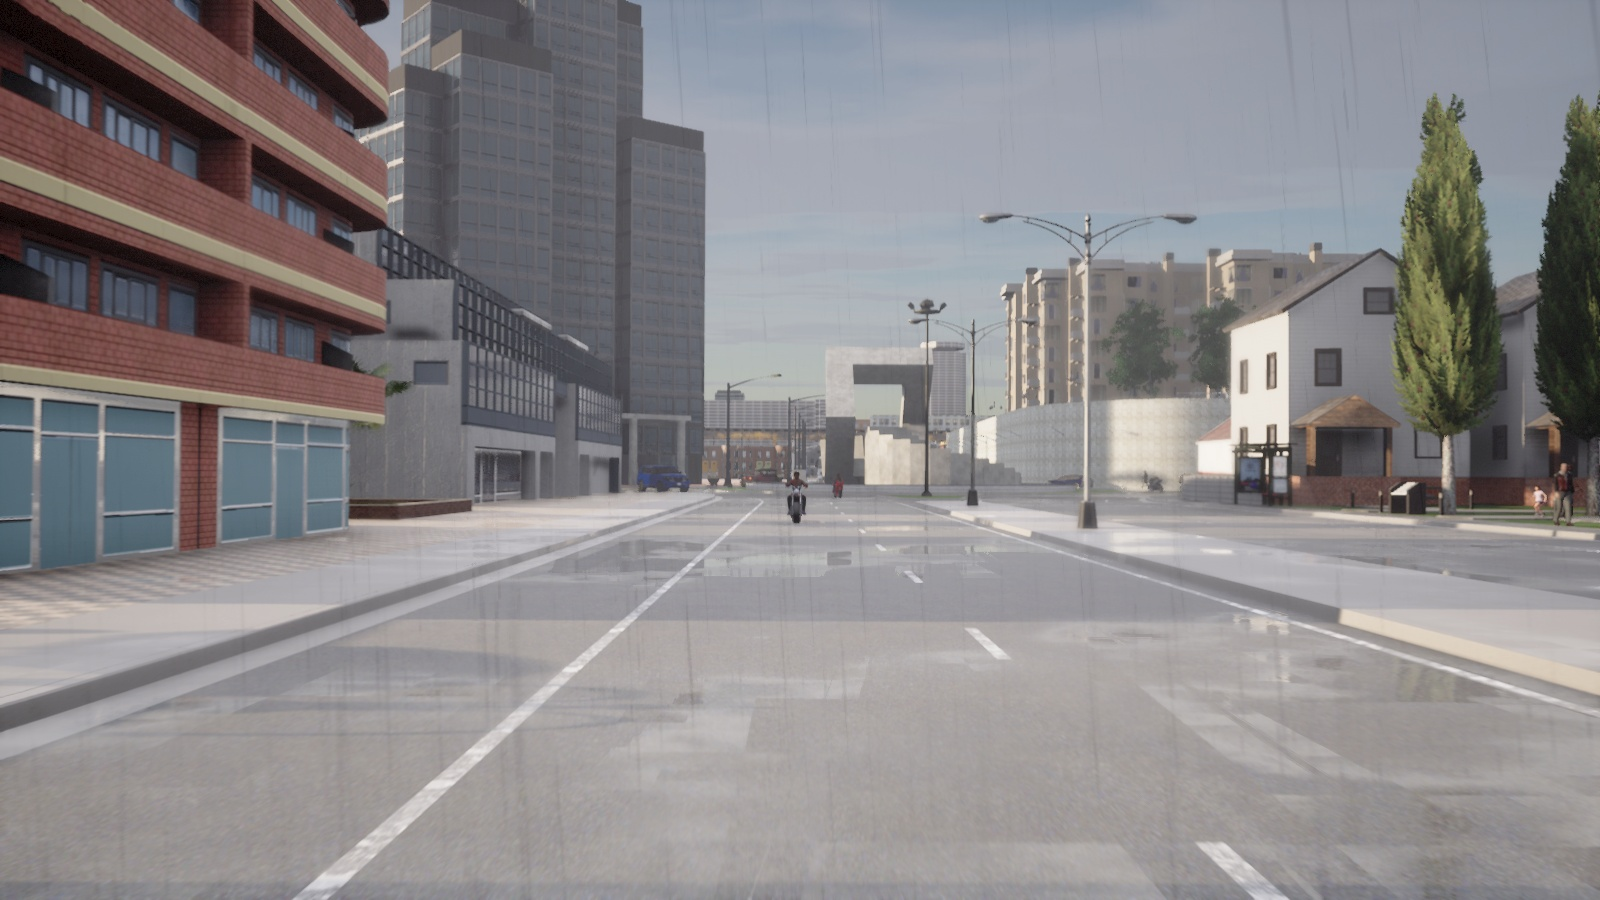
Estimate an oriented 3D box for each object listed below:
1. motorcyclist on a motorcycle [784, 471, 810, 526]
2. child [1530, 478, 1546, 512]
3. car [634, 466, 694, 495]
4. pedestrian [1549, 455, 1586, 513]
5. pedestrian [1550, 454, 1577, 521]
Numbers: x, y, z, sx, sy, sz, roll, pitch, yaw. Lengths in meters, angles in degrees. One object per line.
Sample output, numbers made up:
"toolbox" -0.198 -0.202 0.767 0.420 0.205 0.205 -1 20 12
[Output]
"motorcyclist on a motorcycle" -0.094 1.472 39.071 0.766 1.649 2.350 0 -1 0
"child" 24.689 1.502 42.014 0.394 1.110 0.255 0 -1 -12
"car" -10.090 2.232 92.721 2.150 2.045 5.566 0 -1 -32
"pedestrian" 25.028 1.102 40.967 0.849 1.883 0.563 0 -1 3
"pedestrian" 21.379 1.047 35.166 0.376 1.854 0.720 0 -1 8
